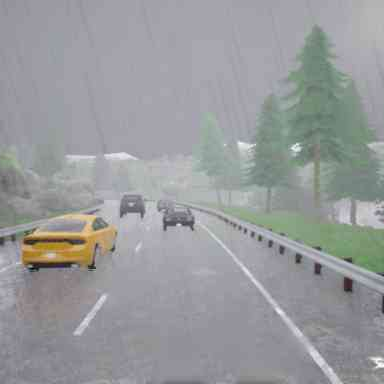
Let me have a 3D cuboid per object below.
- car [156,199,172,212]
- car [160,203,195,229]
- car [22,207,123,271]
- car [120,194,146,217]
[{"bbox_3d":[-3.209,1.554,39.470,2.033,1.411,5.357,0,0,-9],"label":"car"},{"bbox_3d":[-0.945,1.603,21.385,1.895,1.301,4.718,0,0,-5],"label":"car"},{"bbox_3d":[-3.751,1.484,11.049,1.882,1.535,5.008,0,0,-3],"label":"car"},{"bbox_3d":[-5.532,1.231,31.257,2.150,2.045,5.566,0,0,-7],"label":"car"}]
